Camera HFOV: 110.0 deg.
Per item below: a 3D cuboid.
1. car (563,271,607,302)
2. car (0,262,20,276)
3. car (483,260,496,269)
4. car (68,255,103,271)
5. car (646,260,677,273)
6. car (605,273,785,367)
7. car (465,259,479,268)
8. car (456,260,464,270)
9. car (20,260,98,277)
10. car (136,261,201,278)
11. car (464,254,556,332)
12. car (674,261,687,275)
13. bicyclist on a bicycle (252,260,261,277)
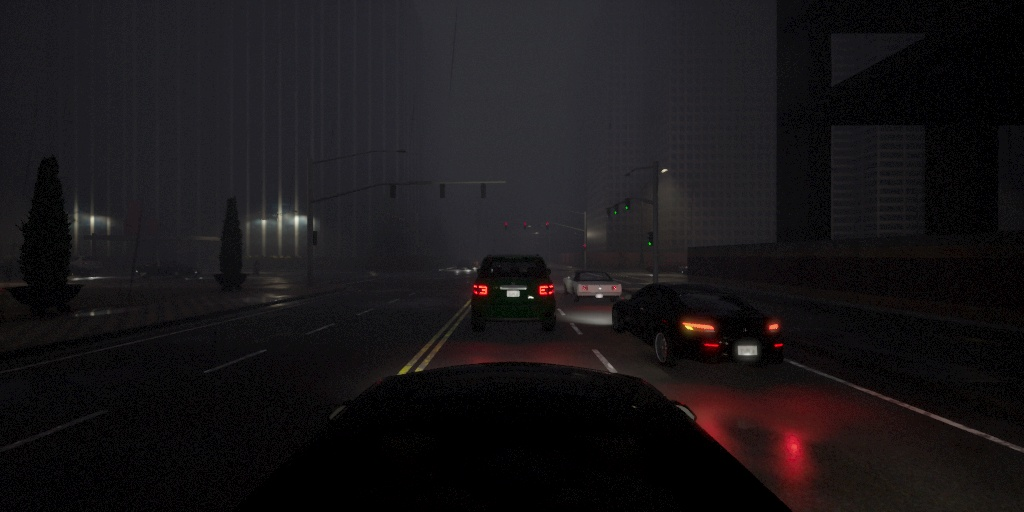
[{"bbox_3d":[3.593,1.351,16.932,1.895,1.301,4.718,0,0,0],"label":"car"},{"bbox_3d":[-50.679,1.314,36.566,4.181,1.385,1.994,0,0,3],"label":"car"},{"bbox_3d":[-3.549,1.351,57.510,1.895,1.301,4.718,0,0,0],"label":"car"},{"bbox_3d":[-49.410,0.968,40.116,5.566,2.045,2.150,0,0,0],"label":"car"},{"bbox_3d":[17.808,1.227,40.681,5.008,1.535,1.882,0,0,0],"label":"car"},{"bbox_3d":[3.589,1.276,7.770,1.812,1.442,4.674,0,0,0],"label":"car"},{"bbox_3d":[-7.025,1.227,63.065,1.882,1.535,5.008,0,0,0],"label":"car"},{"bbox_3d":[-7.059,1.275,53.730,1.812,1.442,4.674,0,0,0],"label":"car"},{"bbox_3d":[-41.554,1.314,32.987,4.181,1.385,1.994,0,0,0],"label":"car"},{"bbox_3d":[-31.586,1.241,33.034,4.902,1.511,2.128,0,0,0],"label":"car"},{"bbox_3d":[0.057,0.971,11.013,2.150,2.045,5.566,0,0,1],"label":"car"},{"bbox_3d":[19.877,1.351,37.168,4.718,1.301,1.895,0,0,1],"label":"car"},{"bbox_3d":[-24.645,1.203,34.554,0.582,1.620,1.656,0,0,-13],"label":"bicyclist on a bicycle"}]
